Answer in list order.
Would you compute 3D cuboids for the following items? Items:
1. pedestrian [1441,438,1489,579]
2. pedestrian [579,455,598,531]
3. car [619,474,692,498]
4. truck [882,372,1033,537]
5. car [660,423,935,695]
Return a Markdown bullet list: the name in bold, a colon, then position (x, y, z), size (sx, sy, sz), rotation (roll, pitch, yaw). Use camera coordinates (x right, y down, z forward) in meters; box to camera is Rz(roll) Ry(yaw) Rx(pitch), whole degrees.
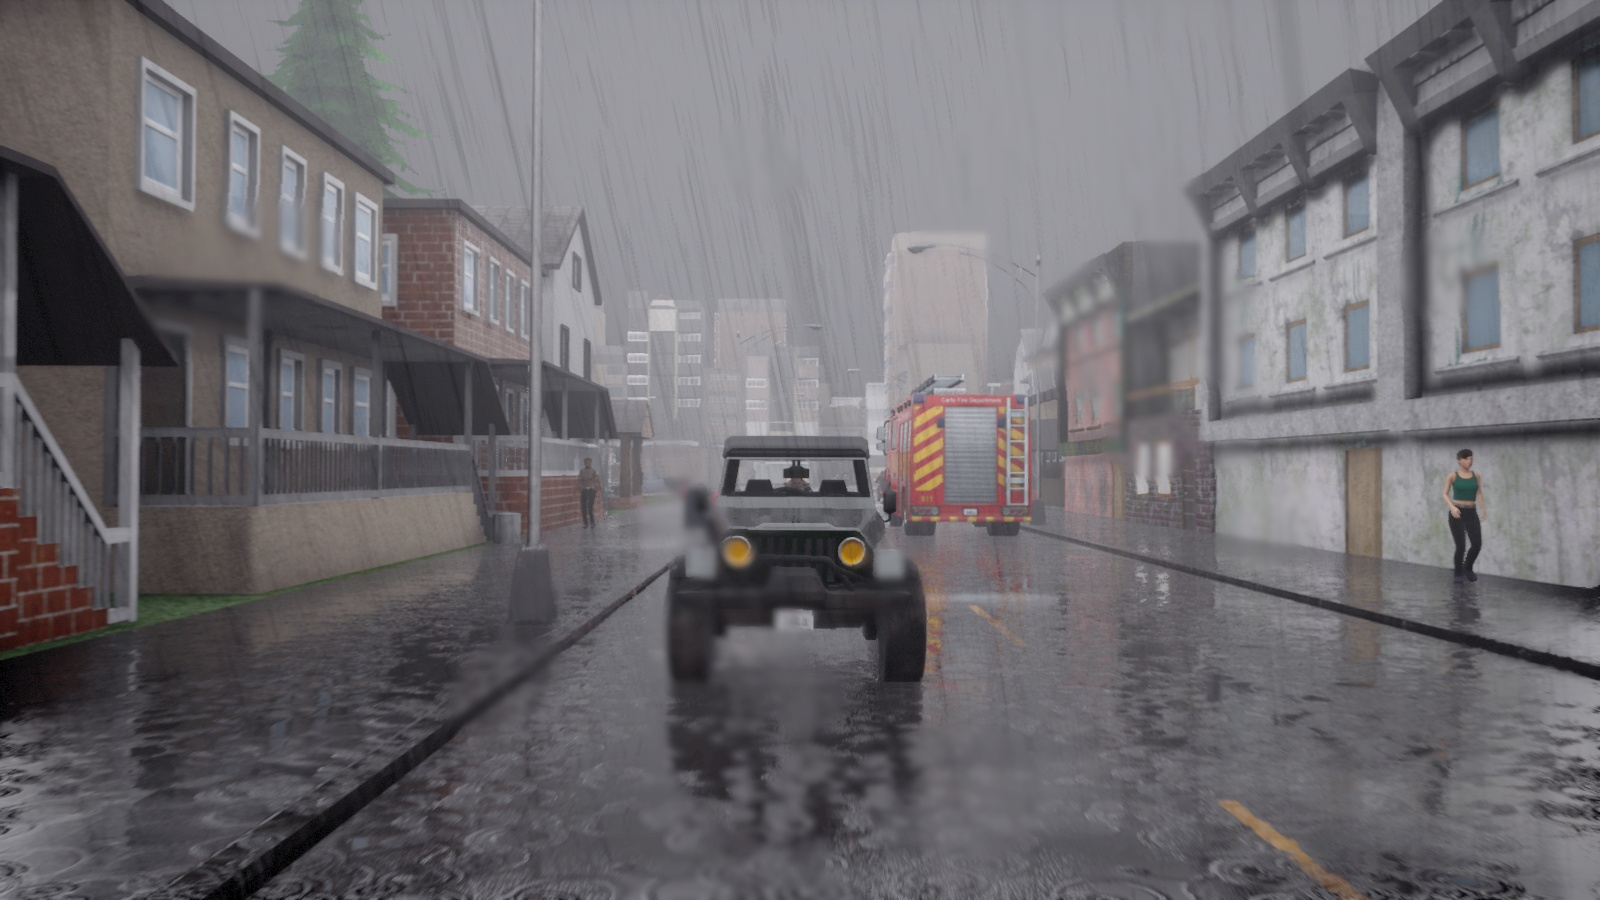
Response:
- **pedestrian**: position (8.844, 0.768, 16.712), size (0.345, 1.836, 0.594), rotation (0, -1, 6)
- **pedestrian**: position (-5.241, 1.060, 31.145), size (0.331, 1.846, 0.634), rotation (0, -1, 4)
- **car**: position (-8.783, 2.183, 76.474), size (4.181, 1.385, 1.994), rotation (0, -1, 0)
- **truck**: position (3.931, 0.188, 33.361), size (2.891, 3.827, 8.468), rotation (0, -1, 0)
- **car**: position (-0.022, 0.788, 10.652), size (1.905, 1.878, 3.866), rotation (0, -1, 0)
